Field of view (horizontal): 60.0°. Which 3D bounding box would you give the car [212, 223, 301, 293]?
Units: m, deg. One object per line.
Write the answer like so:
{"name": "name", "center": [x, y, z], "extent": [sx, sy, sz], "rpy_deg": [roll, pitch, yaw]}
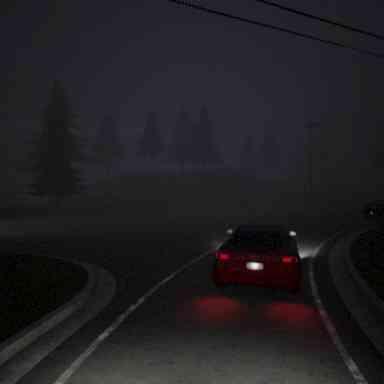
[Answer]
{"name": "car", "center": [1.815, 1.517, 8.917], "extent": [1.994, 1.385, 4.181], "rpy_deg": [0, 0, 14]}

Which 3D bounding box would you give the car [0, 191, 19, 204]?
{"name": "car", "center": [-30.422, 0.835, 55.597], "extent": [2.150, 2.045, 5.566], "rpy_deg": [1, 0, -37]}

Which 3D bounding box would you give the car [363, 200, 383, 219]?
{"name": "car", "center": [15.738, 1.383, 26.579], "extent": [4.902, 1.511, 2.128], "rpy_deg": [0, 0, -32]}
